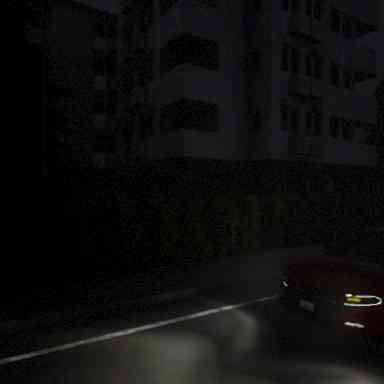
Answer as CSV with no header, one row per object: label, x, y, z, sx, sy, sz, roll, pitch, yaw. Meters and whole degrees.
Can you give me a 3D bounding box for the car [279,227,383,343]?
car,3.854,1.446,6.392,5.008,1.535,1.882,0,0,-33
